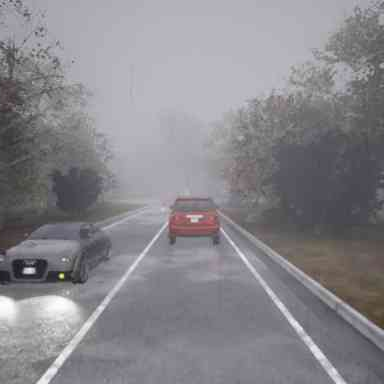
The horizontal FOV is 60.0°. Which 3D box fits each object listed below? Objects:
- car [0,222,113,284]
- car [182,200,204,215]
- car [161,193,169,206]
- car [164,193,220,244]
[{"bbox_3d":[-3.603,1.552,9.363,1.994,1.385,4.181,0,0,0],"label":"car"},{"bbox_3d":[0.090,1.507,33.326,1.994,1.385,4.181,0,0,0],"label":"car"},{"bbox_3d":[-3.518,1.184,52.226,2.150,2.045,5.566,0,0,0],"label":"car"},{"bbox_3d":[0.095,1.198,15.717,2.150,2.045,5.566,0,0,0],"label":"car"}]
